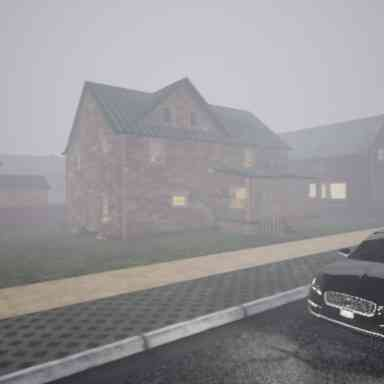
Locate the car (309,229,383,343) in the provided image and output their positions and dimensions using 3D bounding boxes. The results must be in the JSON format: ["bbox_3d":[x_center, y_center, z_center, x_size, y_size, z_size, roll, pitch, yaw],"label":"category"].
[{"bbox_3d":[4.129,1.436,6.109,4.892,1.490,1.837,-1,0,-36],"label":"car"}]
